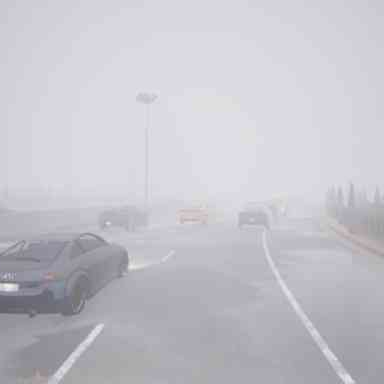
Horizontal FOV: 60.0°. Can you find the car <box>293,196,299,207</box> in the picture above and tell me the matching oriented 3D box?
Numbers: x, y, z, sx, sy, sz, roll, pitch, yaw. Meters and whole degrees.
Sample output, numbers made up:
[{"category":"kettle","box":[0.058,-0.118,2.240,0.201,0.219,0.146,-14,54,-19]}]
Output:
[{"category":"car","box":[15.770,1.630,54.063,1.837,1.490,4.892,0,0,23]}]

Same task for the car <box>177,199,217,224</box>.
[{"category":"car","box":[0.545,1.511,24.946,1.882,1.535,5.008,0,0,16]}]

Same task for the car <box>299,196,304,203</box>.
[{"category":"car","box":[21.731,1.529,68.030,1.837,1.490,4.892,0,0,23]}]

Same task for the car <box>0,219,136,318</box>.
[{"category":"car","box":[-2.867,1.563,7.545,1.994,1.385,4.181,0,0,5]}]

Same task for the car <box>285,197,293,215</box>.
[{"category":"car","box":[9.204,1.429,35.637,2.097,1.767,4.553,0,0,23]}]

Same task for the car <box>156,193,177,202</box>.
[{"category":"car","box":[-4.323,1.282,60.189,2.150,2.045,5.566,0,0,24]}]

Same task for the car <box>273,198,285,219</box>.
[{"category":"car","box":[7.032,1.542,30.472,1.882,1.535,5.008,0,0,22]}]

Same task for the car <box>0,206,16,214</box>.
[{"category":"car","box":[-12.009,1.471,18.628,2.128,1.511,4.902,0,0,11]}]

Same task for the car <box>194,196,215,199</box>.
[{"category":"car","box":[2.730,1.436,58.889,2.097,1.767,4.553,0,0,24]}]

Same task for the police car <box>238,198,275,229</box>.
[{"category":"police car","box":[4.289,1.469,22.379,1.930,1.638,5.238,0,0,16]}]

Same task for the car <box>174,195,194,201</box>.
[{"category":"car","box":[-0.662,1.620,59.844,2.033,1.411,5.357,0,0,24]}]

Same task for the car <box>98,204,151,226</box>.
[{"category":"car","box":[-4.128,1.516,21.058,1.837,1.490,4.892,0,0,13]}]
